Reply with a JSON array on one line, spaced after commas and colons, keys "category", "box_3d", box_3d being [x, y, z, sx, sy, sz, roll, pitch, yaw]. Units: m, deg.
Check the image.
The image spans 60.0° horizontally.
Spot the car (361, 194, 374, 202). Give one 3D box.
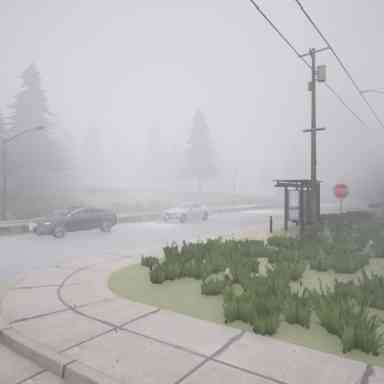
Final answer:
[{"category": "car", "box_3d": [40.348, 1.355, 76.516, 2.097, 1.767, 4.553, 0, 0, 36]}]

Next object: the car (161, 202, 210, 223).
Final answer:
[{"category": "car", "box_3d": [-0.388, 1.526, 25.892, 1.812, 1.442, 4.674, 0, 0, 36]}]

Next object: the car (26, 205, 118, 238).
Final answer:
[{"category": "car", "box_3d": [-6.233, 1.491, 17.820, 2.128, 1.511, 4.902, 0, 0, 36]}]
